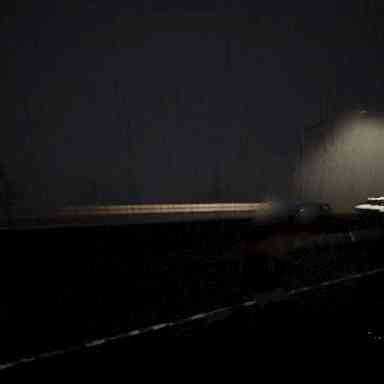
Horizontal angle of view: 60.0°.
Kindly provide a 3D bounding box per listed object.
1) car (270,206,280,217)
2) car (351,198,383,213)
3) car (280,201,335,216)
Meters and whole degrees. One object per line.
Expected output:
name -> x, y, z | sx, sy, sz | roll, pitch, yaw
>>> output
car -> 9.649, 1.725, 32.044 | 5.008, 1.535, 1.882 | 1, 0, -34
car -> 15.557, 1.493, 27.598 | 5.566, 2.045, 2.150 | 1, 0, -35
car -> 9.991, 1.580, 28.030 | 4.553, 1.767, 2.097 | 1, 0, -35
